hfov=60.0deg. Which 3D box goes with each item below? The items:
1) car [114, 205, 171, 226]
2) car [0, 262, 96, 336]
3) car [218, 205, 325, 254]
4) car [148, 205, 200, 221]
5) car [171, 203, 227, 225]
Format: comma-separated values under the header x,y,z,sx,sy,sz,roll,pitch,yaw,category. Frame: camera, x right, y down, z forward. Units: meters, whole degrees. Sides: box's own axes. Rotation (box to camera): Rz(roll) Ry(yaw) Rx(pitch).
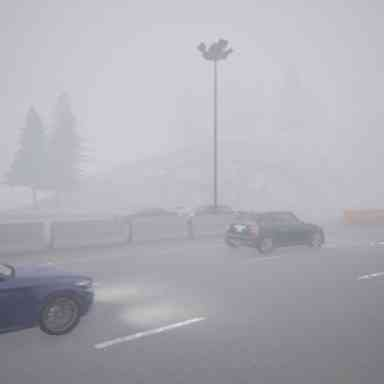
x,y,z,sx,sy,sz,roll,pitch,yaw,category
-3.559,1.915,26.773,5.357,1.411,2.033,1,-1,-32,car
-3.879,1.596,5.133,4.674,1.442,1.812,1,-1,-37,car
3.709,1.558,14.573,4.553,1.767,2.097,1,-1,-33,car
-1.712,1.966,31.996,4.674,1.442,1.812,1,-1,-31,car
1.117,1.706,25.533,4.553,1.767,2.097,0,-1,-31,car
